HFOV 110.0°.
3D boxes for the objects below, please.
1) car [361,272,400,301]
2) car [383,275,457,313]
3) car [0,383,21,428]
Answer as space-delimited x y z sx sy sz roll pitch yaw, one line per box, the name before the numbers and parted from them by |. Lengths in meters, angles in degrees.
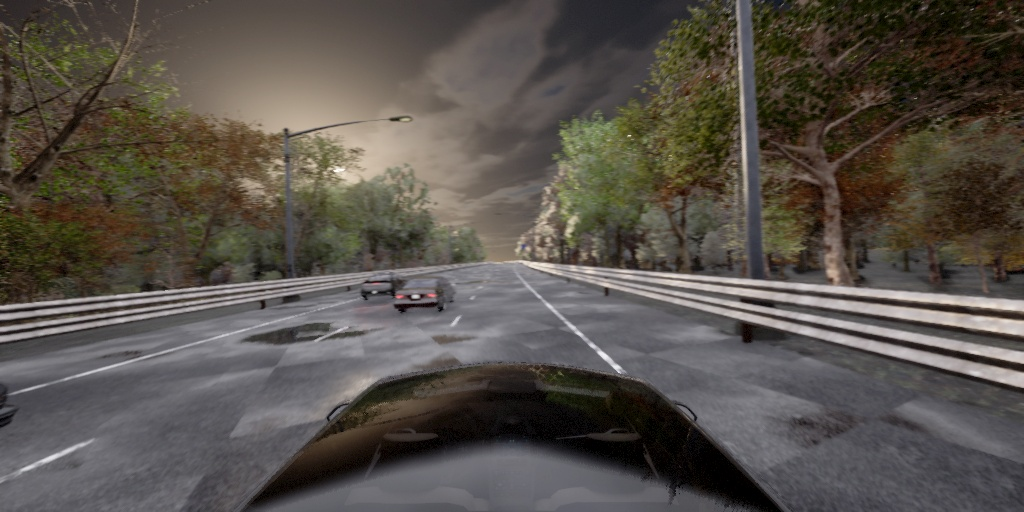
car | -7.334 1.732 21.361 2.128 1.511 4.902 -2 -1 -2
car | -3.656 1.584 15.812 2.033 1.411 5.357 -2 -1 -2
car | -6.572 1.460 1.633 2.033 1.411 5.357 8 1 -2
